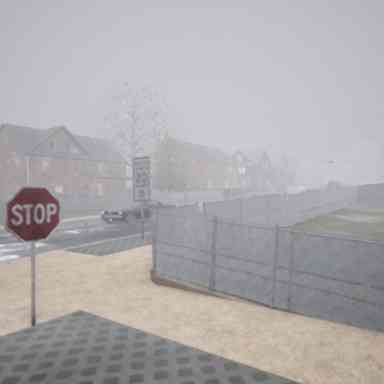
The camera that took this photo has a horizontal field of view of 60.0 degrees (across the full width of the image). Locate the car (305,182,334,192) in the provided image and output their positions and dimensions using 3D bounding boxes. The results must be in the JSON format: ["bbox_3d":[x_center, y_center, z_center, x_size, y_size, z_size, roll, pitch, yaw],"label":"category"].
[{"bbox_3d":[15.142,-0.001,39.946,1.882,1.535,5.008,-1,1,37],"label":"car"}]

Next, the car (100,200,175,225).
[{"bbox_3d":[-3.160,1.147,19.971,1.895,1.301,4.718,-2,1,36],"label":"car"}]

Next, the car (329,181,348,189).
[{"bbox_3d":[21.036,-0.601,48.036,2.150,2.045,5.566,-2,1,36],"label":"car"}]

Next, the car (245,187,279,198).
[{"bbox_3d":[7.250,0.264,34.094,2.097,1.767,4.553,-1,1,37],"label":"car"}]
